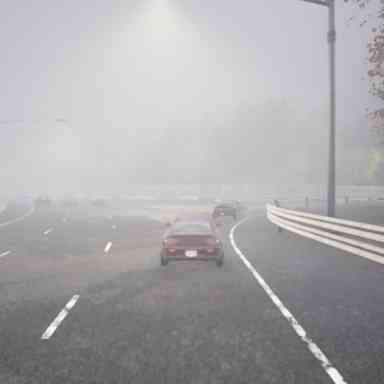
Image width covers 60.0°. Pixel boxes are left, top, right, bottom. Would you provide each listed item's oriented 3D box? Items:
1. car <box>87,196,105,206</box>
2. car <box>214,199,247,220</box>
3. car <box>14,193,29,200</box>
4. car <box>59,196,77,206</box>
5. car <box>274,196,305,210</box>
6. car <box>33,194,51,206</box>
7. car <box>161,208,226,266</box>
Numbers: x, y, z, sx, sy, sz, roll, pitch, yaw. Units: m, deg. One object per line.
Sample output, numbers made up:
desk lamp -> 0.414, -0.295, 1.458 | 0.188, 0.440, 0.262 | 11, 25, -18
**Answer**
car -> -14.281, 1.305, 49.591 | 1.812, 1.442, 4.674 | 0, 0, -29
car -> 3.136, 1.378, 26.997 | 1.837, 1.490, 4.892 | -1, 0, 21
car -> -43.003, 1.117, 83.662 | 5.008, 1.535, 1.882 | 0, 0, 38
car -> -18.728, 1.342, 50.338 | 1.994, 1.385, 4.181 | 0, 0, -30
car -> 11.782, 1.285, 39.980 | 1.882, 1.535, 5.008 | 0, 0, 45
car -> -22.426, 1.135, 49.693 | 2.097, 1.767, 4.553 | 0, 0, -31
car -> 0.053, 1.473, 11.228 | 1.812, 1.442, 4.674 | 0, 0, 2
